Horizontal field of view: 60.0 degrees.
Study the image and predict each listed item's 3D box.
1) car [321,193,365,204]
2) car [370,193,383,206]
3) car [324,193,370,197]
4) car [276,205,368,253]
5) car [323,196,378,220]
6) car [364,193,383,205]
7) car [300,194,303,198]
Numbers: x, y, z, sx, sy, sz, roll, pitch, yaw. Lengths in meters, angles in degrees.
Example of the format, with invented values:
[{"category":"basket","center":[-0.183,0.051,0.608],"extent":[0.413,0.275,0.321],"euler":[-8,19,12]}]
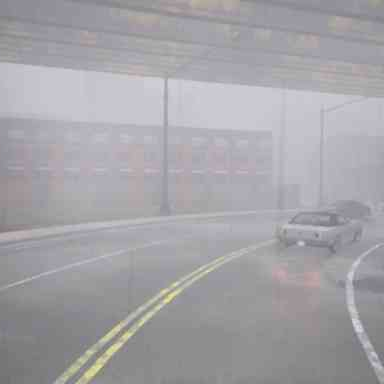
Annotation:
[{"category":"car","center":[18.279,0.741,40.432],"extent":[1.853,1.218,4.536],"euler":[0,1,-44]},{"category":"car","center":[21.813,0.950,39.103],"extent":[2.038,1.542,4.974],"euler":[1,1,16]},{"category":"car","center":[18.314,0.900,40.398],"extent":[2.038,1.542,4.974],"euler":[0,1,-44]},{"category":"car","center":[5.110,1.416,12.929],"extent":[1.895,1.301,4.718],"euler":[1,1,40]},{"category":"car","center":[9.923,1.245,21.931],"extent":[4.674,1.442,1.812],"euler":[0,1,-32]},{"category":"car","center":[21.828,0.792,39.151],"extent":[1.853,1.218,4.536],"euler":[1,1,16]},{"category":"car","center":[17.495,0.547,60.482],"extent":[4.974,1.542,2.038],"euler":[1,1,41]}]
